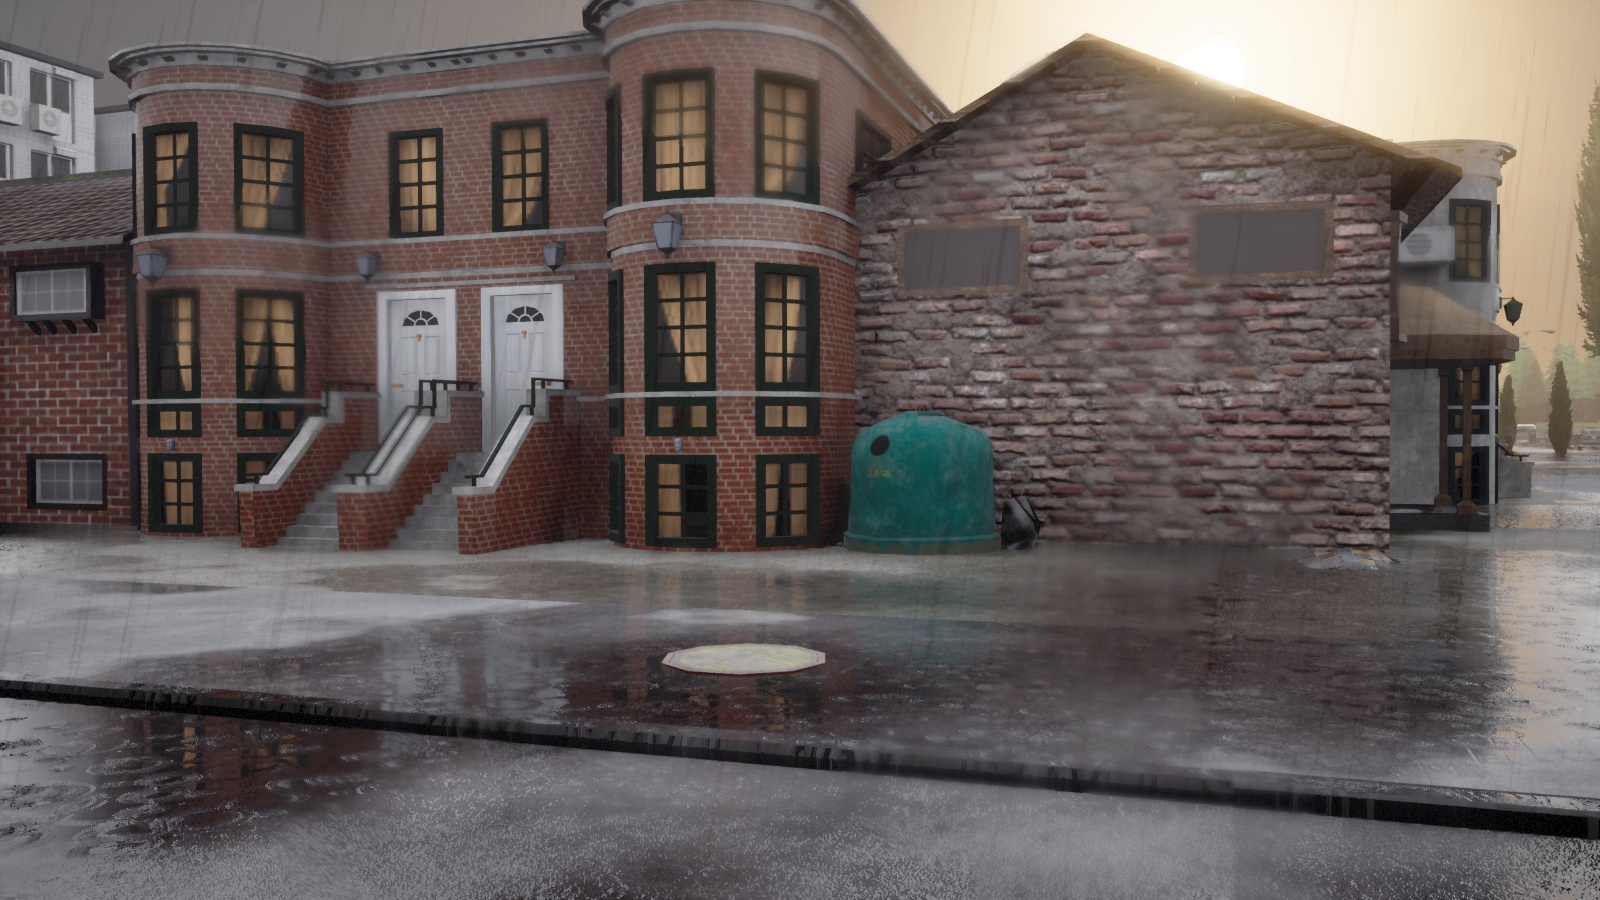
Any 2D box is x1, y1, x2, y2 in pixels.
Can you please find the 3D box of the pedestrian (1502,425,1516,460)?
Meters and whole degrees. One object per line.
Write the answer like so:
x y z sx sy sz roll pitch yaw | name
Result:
37.595 -0.388 66.575 0.634 1.846 0.331 0 1 -31 | pedestrian
